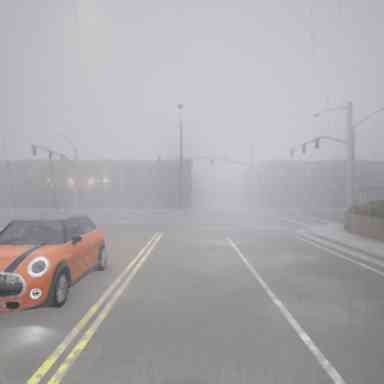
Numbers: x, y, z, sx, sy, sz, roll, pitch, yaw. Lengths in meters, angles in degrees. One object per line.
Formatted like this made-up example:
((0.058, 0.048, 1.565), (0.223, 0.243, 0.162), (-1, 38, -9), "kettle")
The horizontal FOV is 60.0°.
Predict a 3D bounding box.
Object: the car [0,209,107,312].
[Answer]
((-3.567, 1.356, 7.942), (2.097, 1.767, 4.553), (0, 0, 0), "car")
